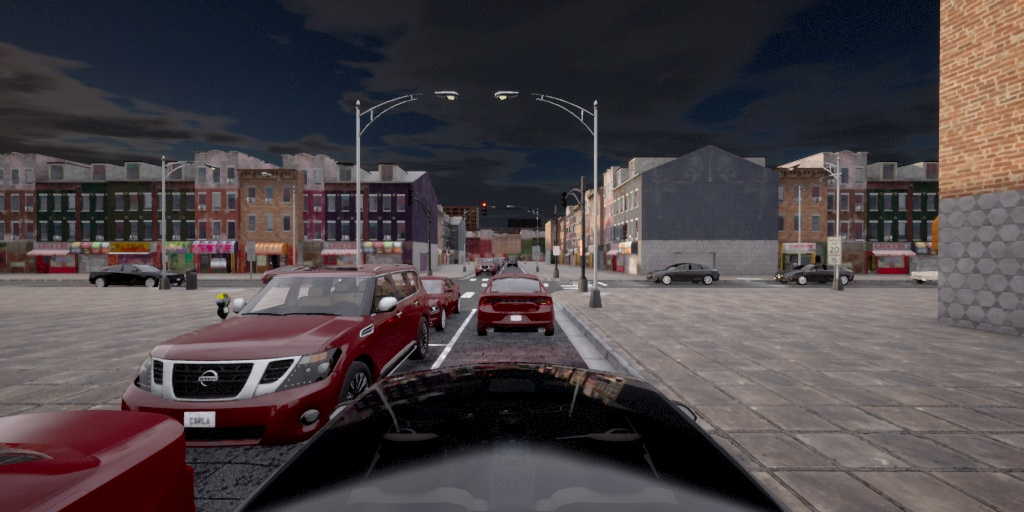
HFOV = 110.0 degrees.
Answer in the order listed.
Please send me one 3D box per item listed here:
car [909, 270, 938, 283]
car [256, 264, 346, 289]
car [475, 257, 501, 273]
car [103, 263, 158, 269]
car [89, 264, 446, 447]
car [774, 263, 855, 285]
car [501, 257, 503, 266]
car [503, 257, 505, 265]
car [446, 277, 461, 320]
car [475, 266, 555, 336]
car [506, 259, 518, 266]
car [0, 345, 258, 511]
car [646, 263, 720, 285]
[{"bbox_3d":[31.770,1.390,25.727,4.718,1.301,1.895,0,0,0],"label":"car"},{"bbox_3d":[-13.348,1.278,22.881,4.674,1.442,1.812,0,0,-1],"label":"car"},{"bbox_3d":[-2.652,1.072,37.391,2.192,1.841,5.009,0,0,0],"label":"car"},{"bbox_3d":[-23.756,1.221,22.860,5.008,1.535,1.882,0,0,0],"label":"car"},{"bbox_3d":[-2.640,1.064,5.548,2.192,1.841,5.009,0,0,0],"label":"car"},{"bbox_3d":[21.609,1.277,25.744,4.892,1.490,1.837,0,0,0],"label":"car"},{"bbox_3d":[-2.657,1.081,48.245,2.192,1.841,5.009,0,0,0],"label":"car"},{"bbox_3d":[-2.663,1.337,64.525,2.007,1.370,4.403,0,0,0],"label":"car"},{"bbox_3d":[-2.642,1.294,10.982,1.888,1.381,4.507,0,0,0],"label":"car"},{"bbox_3d":[0.093,1.227,10.445,1.882,1.535,5.008,0,0,0],"label":"car"},{"bbox_3d":[0.076,1.287,65.263,1.837,1.490,4.892,0,-2,0],"label":"car"},{"bbox_3d":[-2.638,1.295,0.115,1.888,1.381,4.507,0,0,0],"label":"car"},{"bbox_3d":[12.209,1.264,25.757,4.892,1.490,1.837,0,0,0],"label":"car"}]
